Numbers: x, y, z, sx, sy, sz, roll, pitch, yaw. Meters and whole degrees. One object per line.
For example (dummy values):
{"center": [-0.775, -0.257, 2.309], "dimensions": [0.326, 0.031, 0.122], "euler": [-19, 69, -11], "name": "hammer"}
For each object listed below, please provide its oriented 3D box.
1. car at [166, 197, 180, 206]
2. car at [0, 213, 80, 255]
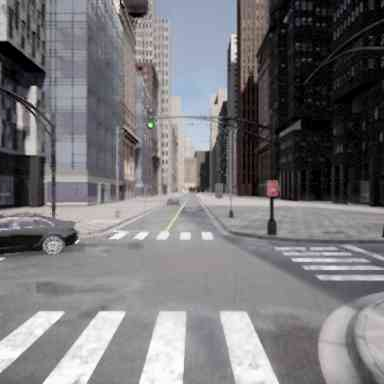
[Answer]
{"center": [-2.923, 1.463, 51.694], "dimensions": [1.994, 1.385, 4.181], "euler": [0, 0, 0], "name": "car"}
{"center": [-6.539, 1.524, 11.761], "dimensions": [4.902, 1.511, 2.128], "euler": [0, 2, -31], "name": "car"}
